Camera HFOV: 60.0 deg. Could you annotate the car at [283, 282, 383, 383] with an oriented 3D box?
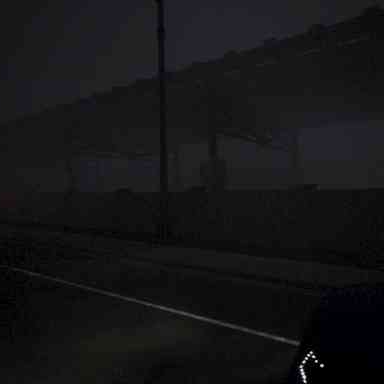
[{"bbox_3d":[3.326,1.220,1.620,5.566,2.045,2.150,0,0,35],"label":"car"}]
